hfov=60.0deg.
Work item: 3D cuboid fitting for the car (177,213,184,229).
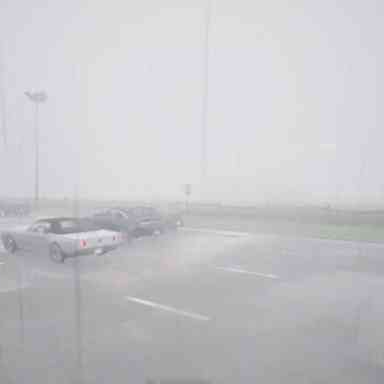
[{"bbox_3d":[-2.581,1.453,18.723,4.674,1.442,1.812,0,0,36],"label":"car"}]

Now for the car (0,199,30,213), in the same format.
[{"bbox_3d":[-15.638,1.312,28.029,5.008,1.535,1.882,0,0,36],"label":"car"}]

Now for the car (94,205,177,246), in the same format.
[{"bbox_3d":[-3.392,1.427,15.000,4.902,1.511,2.128,0,0,36],"label":"car"}]

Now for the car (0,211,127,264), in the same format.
[{"bbox_3d":[-4.725,1.541,11.653,4.718,1.301,1.895,0,0,36],"label":"car"}]
